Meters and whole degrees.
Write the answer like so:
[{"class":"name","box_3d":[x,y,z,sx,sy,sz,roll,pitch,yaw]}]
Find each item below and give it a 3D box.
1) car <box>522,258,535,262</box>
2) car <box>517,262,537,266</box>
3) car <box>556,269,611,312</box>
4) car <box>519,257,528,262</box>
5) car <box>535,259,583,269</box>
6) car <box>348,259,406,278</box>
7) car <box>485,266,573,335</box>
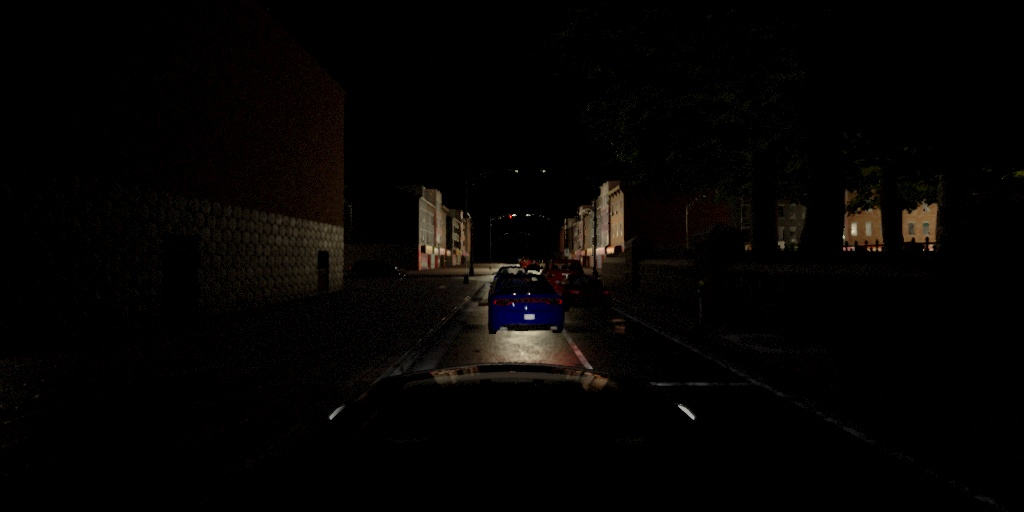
[{"class":"car","box_3d":[2.598,1.350,45.730,1.888,1.381,4.507,0,0,0]},{"class":"car","box_3d":[0.054,1.236,18.343,1.882,1.535,5.008,0,0,1]},{"class":"car","box_3d":[2.627,1.336,13.852,1.802,1.307,4.207,0,0,0]},{"class":"car","box_3d":[2.583,1.395,62.041,1.888,1.381,4.507,0,0,0]},{"class":"car","box_3d":[2.622,1.074,19.301,2.192,1.841,5.009,0,0,0]},{"class":"car","box_3d":[-11.492,1.093,30.864,4.553,1.767,2.097,0,-1,0]},{"class":"car","box_3d":[0.232,1.230,10.602,1.882,1.535,5.008,0,0,-4]}]
